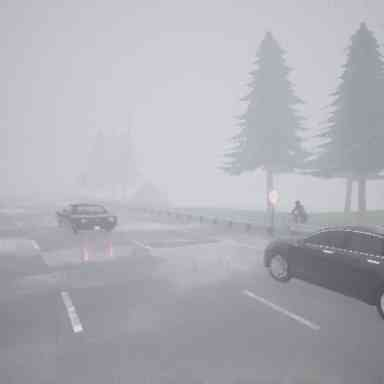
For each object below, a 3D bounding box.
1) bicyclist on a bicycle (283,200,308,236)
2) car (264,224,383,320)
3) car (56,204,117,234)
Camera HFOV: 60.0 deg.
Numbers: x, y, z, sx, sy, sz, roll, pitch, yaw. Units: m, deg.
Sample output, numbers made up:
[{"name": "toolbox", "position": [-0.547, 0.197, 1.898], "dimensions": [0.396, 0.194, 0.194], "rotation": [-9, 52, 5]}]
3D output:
[{"name": "bicyclist on a bicycle", "position": [4.677, 1.200, 14.748], "dimensions": [1.656, 1.620, 0.582], "rotation": [14, -7, -30]}, {"name": "car", "position": [3.519, 1.443, 6.983], "dimensions": [1.837, 1.490, 4.892], "rotation": [2, 0, -25]}, {"name": "car", "position": [-5.470, 1.254, 16.754], "dimensions": [1.895, 1.301, 4.718], "rotation": [0, 1, -33]}]
